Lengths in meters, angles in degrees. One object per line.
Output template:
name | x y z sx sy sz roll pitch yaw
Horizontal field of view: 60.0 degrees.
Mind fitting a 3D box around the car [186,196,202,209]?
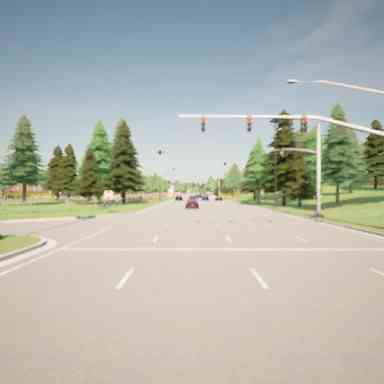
car | 0.035 1.606 46.835 1.812 1.442 4.674 0 0 0

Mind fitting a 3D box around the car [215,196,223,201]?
car | 7.066 1.675 88.276 2.128 1.511 4.902 0 0 0

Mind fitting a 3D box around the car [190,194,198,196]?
car | 0.066 1.628 88.281 1.882 1.535 5.008 0 0 0

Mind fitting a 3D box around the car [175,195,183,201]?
car | -3.434 1.628 88.284 1.882 1.535 5.008 0 0 0

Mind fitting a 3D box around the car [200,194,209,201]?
car | 3.566 1.674 88.278 1.812 1.442 4.674 0 0 0
